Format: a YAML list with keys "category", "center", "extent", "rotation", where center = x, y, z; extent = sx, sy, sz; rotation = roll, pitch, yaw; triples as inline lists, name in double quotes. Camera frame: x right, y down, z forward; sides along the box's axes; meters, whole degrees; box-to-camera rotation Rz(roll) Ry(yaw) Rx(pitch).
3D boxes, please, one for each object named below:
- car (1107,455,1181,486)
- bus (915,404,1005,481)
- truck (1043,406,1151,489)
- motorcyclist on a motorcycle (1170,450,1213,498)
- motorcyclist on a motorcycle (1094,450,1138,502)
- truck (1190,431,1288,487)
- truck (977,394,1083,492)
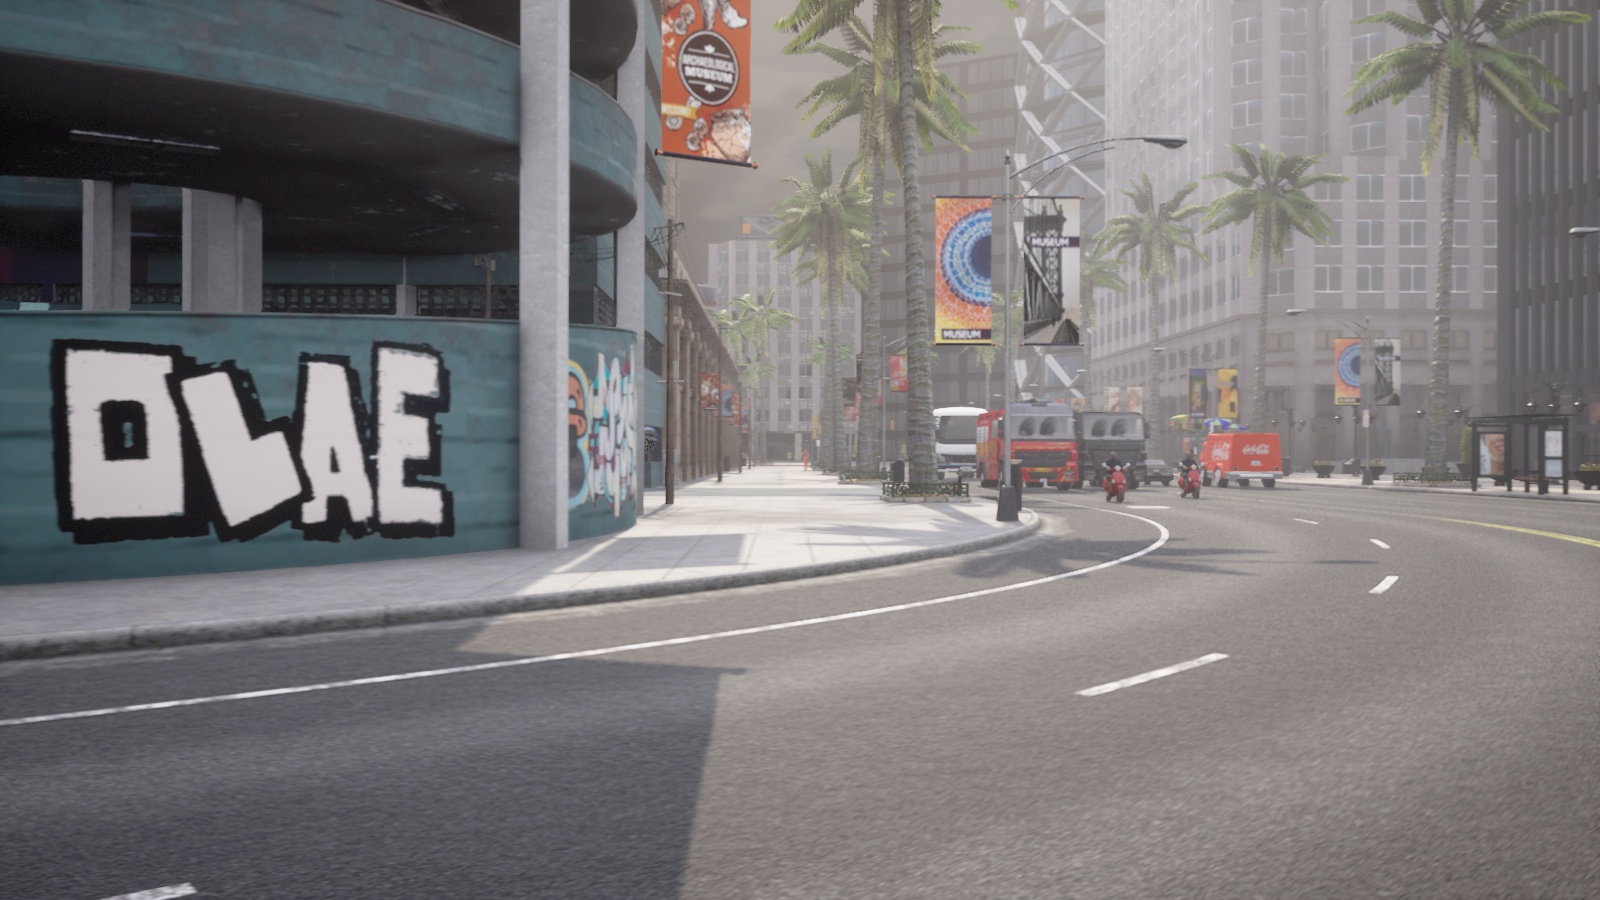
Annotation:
- category: "car"
  center: [16.567, 0.946, 60.802]
  extent: [2.033, 1.411, 5.357]
  rotation: [0, 0, -1]
- category: "bus"
  center: [9.402, -0.412, 75.022]
  extent: [3.944, 4.253, 10.273]
  rotation: [0, 0, -1]
- category: "truck"
  center: [13.116, -0.089, 56.190]
  extent: [2.891, 3.462, 7.936]
  rotation: [0, 0, -1]
- category: "motorcyclist on a motorcycle"
  center: [13.270, 0.802, 42.565]
  extent: [0.866, 1.590, 1.817]
  rotation: [0, 0, -1]
- category: "motorcyclist on a motorcycle"
  center: [9.809, 0.799, 39.023]
  extent: [0.866, 1.590, 1.817]
  rotation: [0, 0, -1]
- category: "truck"
  center: [20.100, 0.393, 57.813]
  extent: [2.627, 2.467, 5.204]
  rotation: [0, 0, -1]
- category: "truck"
  center: [9.644, -0.271, 53.663]
  extent: [2.891, 3.827, 8.468]
  rotation: [0, 0, -1]
